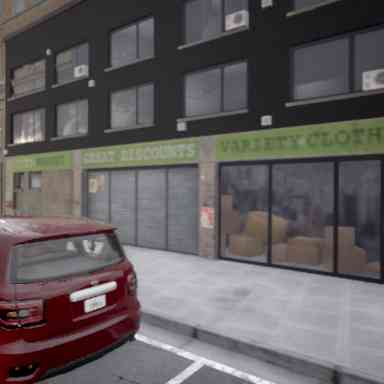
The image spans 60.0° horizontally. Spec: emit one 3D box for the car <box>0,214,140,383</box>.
[{"bbox_3d":[-2.991,1.257,4.979,5.009,1.841,2.192,1,0,35],"label":"car"}]
